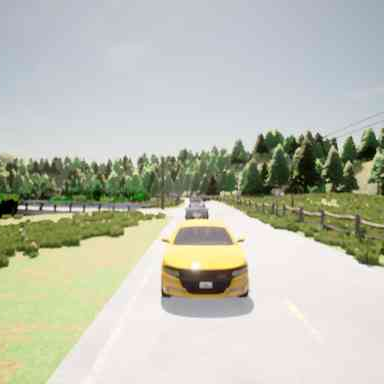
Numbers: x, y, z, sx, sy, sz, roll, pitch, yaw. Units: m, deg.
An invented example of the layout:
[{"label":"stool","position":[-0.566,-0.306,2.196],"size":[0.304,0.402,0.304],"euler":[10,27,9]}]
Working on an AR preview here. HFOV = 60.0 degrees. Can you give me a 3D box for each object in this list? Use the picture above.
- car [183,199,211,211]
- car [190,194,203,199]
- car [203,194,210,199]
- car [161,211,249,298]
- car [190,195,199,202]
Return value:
[{"label":"car","position":[0.385,1.568,26.229],"size":[2.128,1.511,4.902],"euler":[0,0,0]},{"label":"car","position":[0.762,1.556,68.609],"size":[2.097,1.767,4.553],"euler":[0,0,1]},{"label":"car","position":[3.611,1.744,86.571],"size":[1.837,1.490,4.892],"euler":[0,0,-3]},{"label":"car","position":[0.274,1.504,8.830],"size":[1.882,1.535,5.008],"euler":[0,0,0]},{"label":"car","position":[0.524,1.600,83.923],"size":[2.097,1.767,4.553],"euler":[0,0,-2]}]
